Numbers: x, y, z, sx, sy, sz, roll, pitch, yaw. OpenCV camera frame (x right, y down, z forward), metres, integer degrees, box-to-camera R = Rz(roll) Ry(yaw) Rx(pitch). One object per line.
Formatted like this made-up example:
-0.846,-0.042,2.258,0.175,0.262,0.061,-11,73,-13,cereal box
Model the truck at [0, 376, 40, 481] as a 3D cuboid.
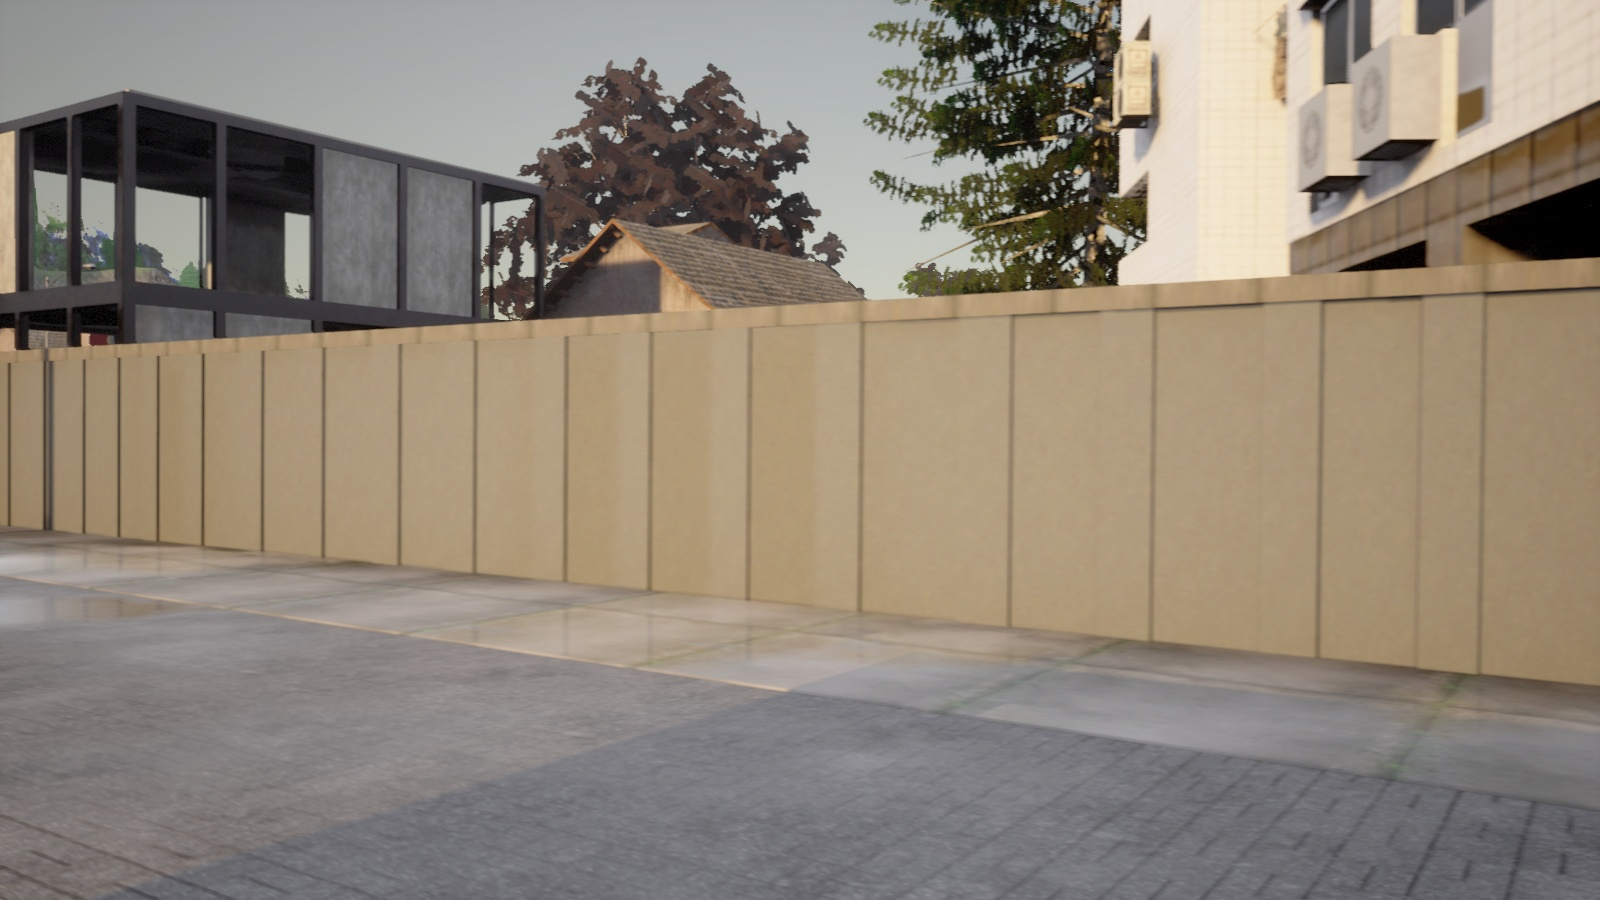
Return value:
-32.083,-0.748,44.342,2.891,3.827,8.468,0,1,34,truck
